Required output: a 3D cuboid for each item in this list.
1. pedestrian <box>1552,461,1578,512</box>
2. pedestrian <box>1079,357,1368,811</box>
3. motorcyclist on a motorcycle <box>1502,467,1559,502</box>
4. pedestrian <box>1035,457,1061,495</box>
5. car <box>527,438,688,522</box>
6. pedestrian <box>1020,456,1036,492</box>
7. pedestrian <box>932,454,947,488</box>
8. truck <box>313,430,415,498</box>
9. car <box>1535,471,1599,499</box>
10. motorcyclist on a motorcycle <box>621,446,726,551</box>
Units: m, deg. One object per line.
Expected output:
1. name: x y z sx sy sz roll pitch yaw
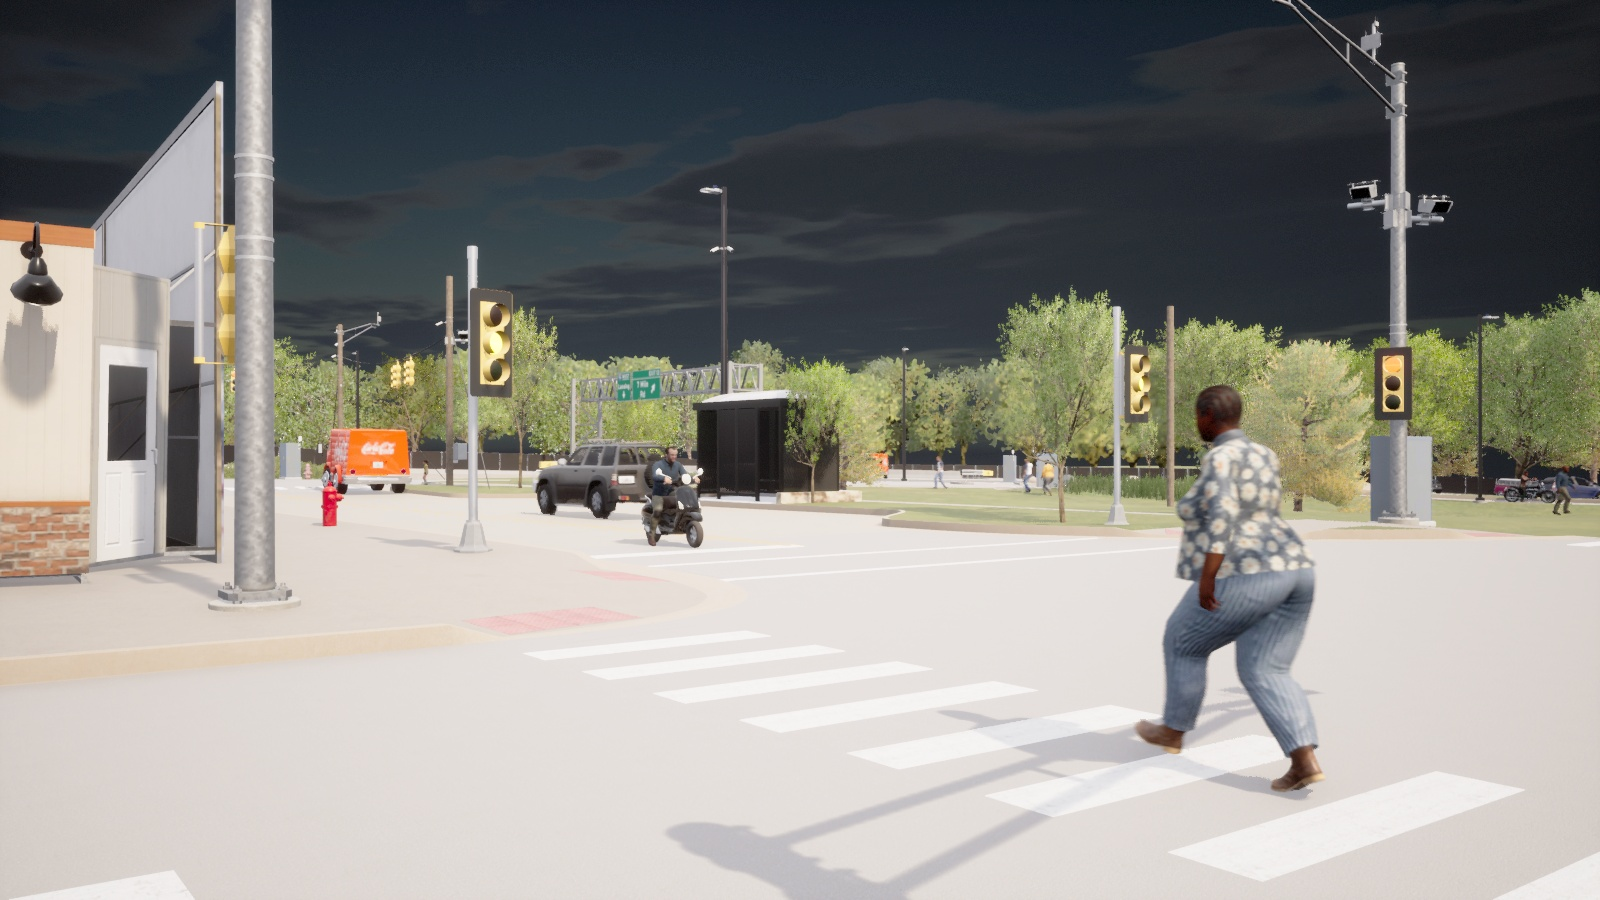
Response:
1. pedestrian: 27.751 1.318 45.557 0.370 1.835 0.726 0 0 -42
2. pedestrian: 1.924 0.548 5.751 0.874 1.855 0.900 0 0 -34
3. motorcyclist on a motorcycle: 36.149 1.687 62.161 0.766 1.649 2.350 0 1 -44
4. pedestrian: 12.312 1.282 62.309 0.874 1.855 0.900 0 0 -31
5. car: -4.752 0.692 30.395 1.932 1.855 4.605 0 0 -36
6. pedestrian: 11.682 1.218 64.381 0.354 1.836 0.706 0 0 -43
7. pedestrian: 7.446 1.118 66.861 0.706 1.836 0.354 0 0 -18
8. truck: -16.951 0.484 48.656 2.627 2.467 5.204 0 1 -32
9. car: 48.688 2.238 78.931 3.988 1.617 1.851 2 -2 -5
10. motorcyclist on a motorcycle: -2.040 0.744 20.081 0.866 1.590 1.817 0 0 -36
